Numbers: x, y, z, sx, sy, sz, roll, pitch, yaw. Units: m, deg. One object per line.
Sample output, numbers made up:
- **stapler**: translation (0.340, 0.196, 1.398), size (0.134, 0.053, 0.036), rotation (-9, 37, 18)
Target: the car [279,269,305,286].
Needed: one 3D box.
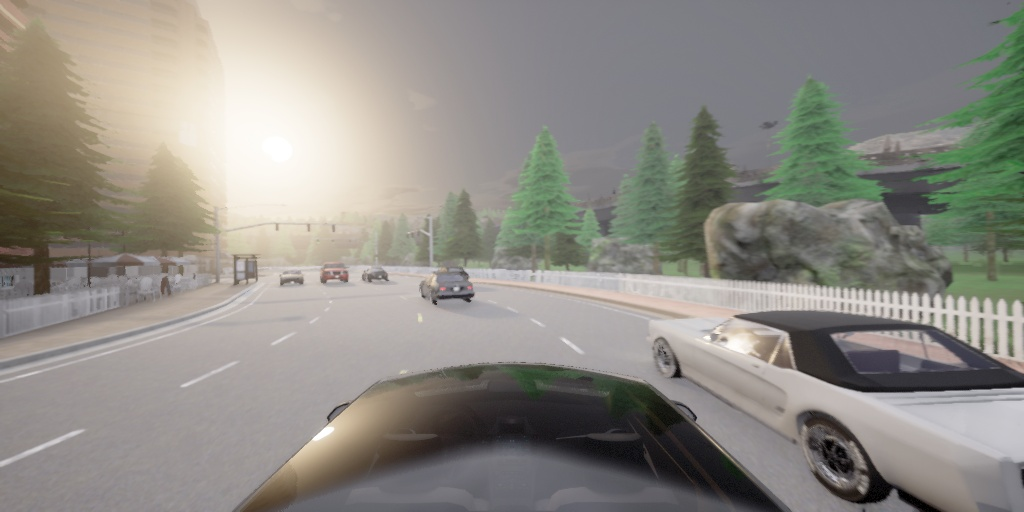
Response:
- **car**: translation (-20.427, 1.968, 33.381), size (2.033, 1.411, 5.357), rotation (-1, -1, -31)

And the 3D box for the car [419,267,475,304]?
- **car**: translation (-3.332, 1.494, 17.755), size (2.033, 1.411, 5.357), rotation (-1, 0, -22)

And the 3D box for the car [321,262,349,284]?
- **car**: translation (-17.527, 1.599, 35.340), size (2.150, 2.045, 5.566), rotation (-1, -1, -31)

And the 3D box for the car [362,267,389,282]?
- **car**: translation (-13.768, 1.834, 36.070), size (1.812, 1.442, 4.674), rotation (-1, -1, -32)

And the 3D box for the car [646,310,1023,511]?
- **car**: translation (3.414, 1.303, 4.313), size (1.895, 1.301, 4.718), rotation (-1, 0, -3)
